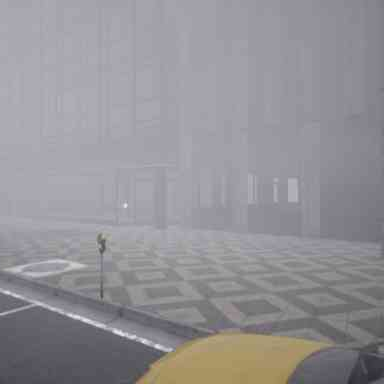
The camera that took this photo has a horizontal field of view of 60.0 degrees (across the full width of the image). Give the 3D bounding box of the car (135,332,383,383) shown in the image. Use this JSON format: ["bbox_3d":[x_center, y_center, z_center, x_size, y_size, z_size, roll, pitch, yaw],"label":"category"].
[{"bbox_3d":[1.630,1.525,1.920,4.829,1.417,1.752,0,0,36],"label":"car"}]
